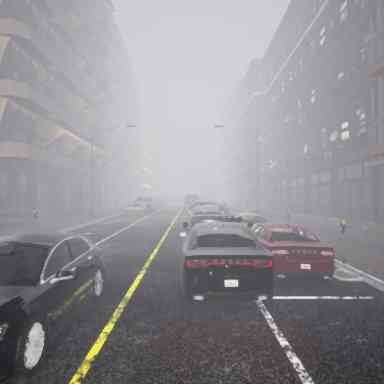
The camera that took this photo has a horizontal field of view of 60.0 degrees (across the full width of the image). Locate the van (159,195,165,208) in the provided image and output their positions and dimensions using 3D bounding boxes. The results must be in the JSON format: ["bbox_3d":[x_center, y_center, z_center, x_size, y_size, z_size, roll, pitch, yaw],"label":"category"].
[{"bbox_3d":[-5.357,1.424,48.517,1.690,1.788,3.998,2,0,0],"label":"van"}]

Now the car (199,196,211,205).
[{"bbox_3d":[2.503,1.580,65.061,1.967,1.590,4.097,1,0,0],"label":"car"}]

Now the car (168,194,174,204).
[{"bbox_3d":[-5.382,1.455,65.110,2.192,1.841,5.009,1,0,0],"label":"car"}]

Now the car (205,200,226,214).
[{"bbox_3d":[2.533,1.605,37.407,2.008,1.369,4.403,1,0,0],"label":"car"}]

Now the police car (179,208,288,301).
[{"bbox_3d":[0.705,1.431,8.527,1.930,1.638,5.238,0,0,0],"label":"police car"}]

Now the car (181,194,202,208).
[{"bbox_3d":[-0.054,1.296,45.523,2.150,2.045,5.566,0,0,0],"label":"car"}]

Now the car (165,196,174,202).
[{"bbox_3d":[-5.412,1.775,81.701,1.947,1.339,4.313,1,0,0],"label":"car"}]

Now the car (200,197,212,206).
[{"bbox_3d":[2.501,1.664,59.528,1.887,1.381,4.507,1,0,0],"label":"car"}]

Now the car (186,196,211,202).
[{"bbox_3d":[0.792,1.379,24.392,2.097,1.767,4.553,0,0,0],"label":"car"}]

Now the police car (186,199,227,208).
[{"bbox_3d":[0.801,1.443,18.529,1.930,1.638,5.238,0,0,0],"label":"police car"}]

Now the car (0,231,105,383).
[{"bbox_3d":[-2.853,1.508,5.597,1.837,1.490,4.892,0,0,0],"label":"car"}]

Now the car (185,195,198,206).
[{"bbox_3d":[-0.083,1.473,59.934,2.097,1.767,4.553,0,0,0],"label":"car"}]

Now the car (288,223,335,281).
[{"bbox_3d":[2.574,1.552,9.753,1.887,1.381,4.507,1,0,0],"label":"car"}]

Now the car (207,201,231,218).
[{"bbox_3d":[2.541,1.588,31.875,1.887,1.381,4.507,1,0,0],"label":"car"}]

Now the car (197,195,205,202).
[{"bbox_3d":[2.429,1.676,87.185,1.967,1.590,4.097,1,0,0],"label":"car"}]

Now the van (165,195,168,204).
[{"bbox_3d":[-5.366,1.442,54.049,1.690,1.788,3.998,1,0,0],"label":"van"}]

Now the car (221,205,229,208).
[{"bbox_3d":[2.566,1.539,15.455,1.752,1.417,4.829,1,0,0],"label":"car"}]

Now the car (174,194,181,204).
[{"bbox_3d":[-2.846,1.657,68.337,1.837,1.490,4.892,0,0,0],"label":"car"}]

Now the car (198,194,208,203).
[{"bbox_3d":[2.448,1.499,76.123,2.192,1.841,5.009,1,0,0],"label":"car"}]

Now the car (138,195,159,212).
[{"bbox_3d":[-5.341,1.370,37.459,2.192,1.841,5.009,2,0,0],"label":"car"}]

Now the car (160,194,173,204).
[{"bbox_3d":[-5.390,1.477,70.640,2.192,1.841,5.009,1,0,0],"label":"car"}]

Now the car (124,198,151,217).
[{"bbox_3d":[-5.338,1.568,31.757,1.752,1.417,4.829,2,0,0],"label":"car"}]
